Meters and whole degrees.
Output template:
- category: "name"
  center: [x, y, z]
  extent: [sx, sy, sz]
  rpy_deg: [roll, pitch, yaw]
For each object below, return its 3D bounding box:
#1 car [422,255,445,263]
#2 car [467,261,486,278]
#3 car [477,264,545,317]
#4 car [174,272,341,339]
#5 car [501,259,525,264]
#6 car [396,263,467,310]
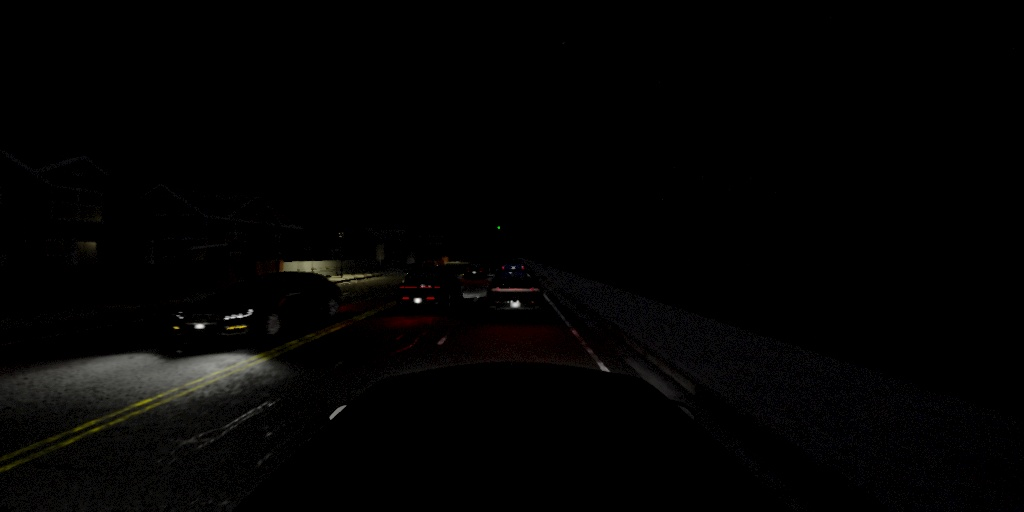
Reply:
- category: "car"
  center: [-9.761, 0.688, 44.619]
  extent: [2.097, 1.767, 4.553]
  rpy_deg: [0, 0, 0]
- category: "car"
  center: [-3.159, 1.180, 32.311]
  extent: [1.812, 1.442, 4.674]
  rpy_deg: [0, 0, 0]
- category: "car"
  center: [0.097, 1.207, 12.957]
  extent: [2.128, 1.511, 4.902]
  rpy_deg: [0, 0, 0]
- category: "car"
  center: [-6.602, 1.229, 10.004]
  extent: [1.837, 1.490, 4.892]
  rpy_deg: [0, 0, 0]
- category: "car"
  center: [0.094, 1.010, 31.092]
  extent: [2.097, 1.767, 4.553]
  rpy_deg: [0, 0, 0]
- category: "car"
  center: [-3.152, 1.216, 14.397]
  extent: [1.837, 1.490, 4.892]
  rpy_deg: [0, 0, 0]
